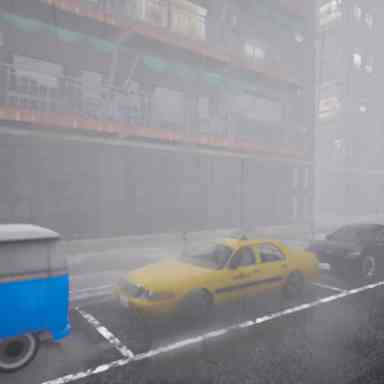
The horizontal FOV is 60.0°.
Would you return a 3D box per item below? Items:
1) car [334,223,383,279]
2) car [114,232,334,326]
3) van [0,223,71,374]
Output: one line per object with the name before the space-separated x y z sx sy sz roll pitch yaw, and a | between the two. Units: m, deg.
car | 5.425 1.691 10.446 4.313 1.339 1.947 1 0 -36
car | 0.797 1.581 7.132 4.829 1.417 1.752 1 0 -36
van | -3.554 1.333 4.017 3.998 1.788 1.690 1 0 -36
